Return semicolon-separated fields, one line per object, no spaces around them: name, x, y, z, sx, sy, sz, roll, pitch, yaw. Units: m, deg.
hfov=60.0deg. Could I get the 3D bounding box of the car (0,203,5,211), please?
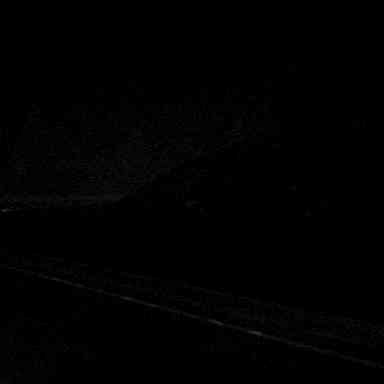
car;-22.120;1.483;35.735;2.033;1.411;5.357;0;0;-6
